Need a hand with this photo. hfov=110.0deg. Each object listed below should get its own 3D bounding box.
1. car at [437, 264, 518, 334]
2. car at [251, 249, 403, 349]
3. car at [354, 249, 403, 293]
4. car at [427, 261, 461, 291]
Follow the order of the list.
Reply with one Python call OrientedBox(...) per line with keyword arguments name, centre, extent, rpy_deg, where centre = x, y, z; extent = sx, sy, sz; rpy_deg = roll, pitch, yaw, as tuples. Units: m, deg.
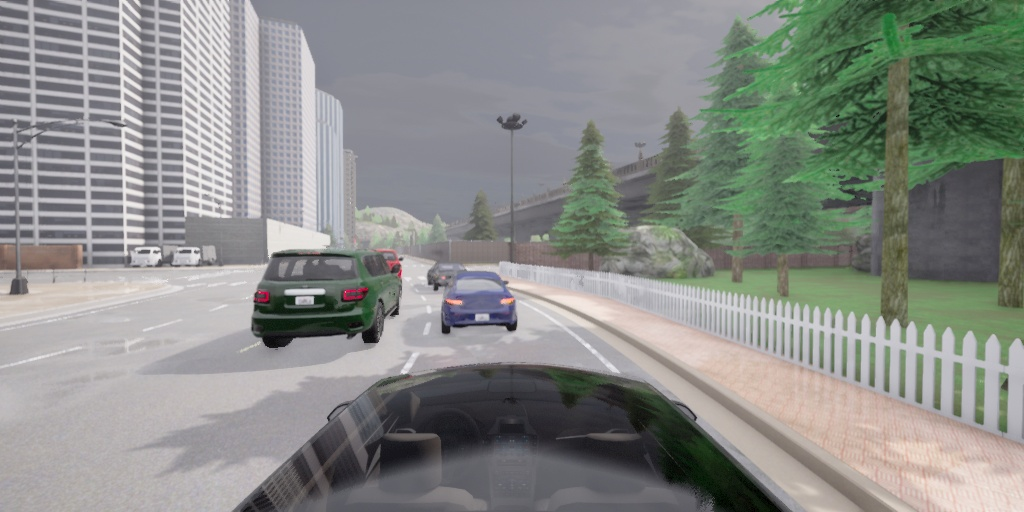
OrientedBox(name="car", centre=(-1.005, 1.128, 10.043), extent=(1.812, 1.442, 4.674), rpy_deg=(0, 1, -9))
OrientedBox(name="car", centre=(-4.169, 0.844, 9.019), extent=(2.150, 2.045, 5.566), rpy_deg=(0, 1, -10))
OrientedBox(name="car", centre=(-7.169, 0.659, 19.561), extent=(2.150, 2.045, 5.566), rpy_deg=(0, 1, -18))
OrientedBox(name="car", centre=(-3.433, 0.990, 19.142), extent=(2.033, 1.411, 5.357), rpy_deg=(0, 1, -18))
